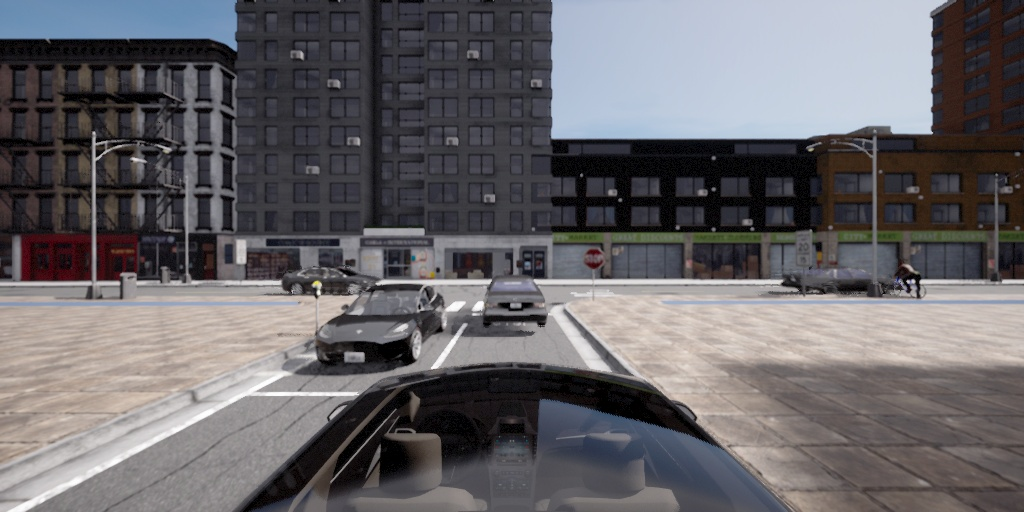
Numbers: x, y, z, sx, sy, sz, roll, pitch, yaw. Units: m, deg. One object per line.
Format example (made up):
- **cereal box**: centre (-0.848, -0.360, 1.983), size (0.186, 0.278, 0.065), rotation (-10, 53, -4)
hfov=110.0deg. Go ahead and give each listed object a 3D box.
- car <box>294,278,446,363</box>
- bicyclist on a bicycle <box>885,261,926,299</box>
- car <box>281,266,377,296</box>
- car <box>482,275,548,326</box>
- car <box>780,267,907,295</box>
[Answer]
- **car**: centre (-2.636, 1.323, 8.165), size (1.948, 1.339, 4.313), rotation (0, 0, 0)
- **bicyclist on a bicycle**: centre (17.362, 1.039, 15.843), size (0.582, 1.620, 1.656), rotation (0, 0, 0)
- **car**: centre (-9.341, 1.296, 18.767), size (4.892, 1.490, 1.837), rotation (0, 0, 0)
- **car**: centre (0.009, 1.309, 11.626), size (2.033, 1.411, 5.357), rotation (0, 0, -2)
- **car**: centre (17.207, 1.281, 18.751), size (5.357, 1.411, 2.033), rotation (0, 0, 0)
